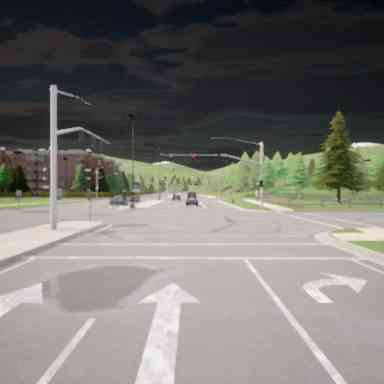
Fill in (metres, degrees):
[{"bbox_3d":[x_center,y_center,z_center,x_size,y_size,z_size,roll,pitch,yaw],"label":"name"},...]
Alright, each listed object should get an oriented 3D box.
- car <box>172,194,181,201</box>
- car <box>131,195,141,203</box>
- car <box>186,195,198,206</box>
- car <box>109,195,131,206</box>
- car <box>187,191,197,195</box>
[{"bbox_3d":[-3.509,1.172,75.731,2.128,1.511,4.902,0,0,0],"label":"car"},{"bbox_3d":[-11.508,1.331,67.187,1.837,1.490,4.892,0,0,0],"label":"car"},{"bbox_3d":[-0.006,1.474,50.327,1.895,1.301,4.718,0,0,0],"label":"car"},{"bbox_3d":[-11.560,1.222,52.440,2.097,1.767,4.553,0,0,1],"label":"car"},{"bbox_3d":[-0.009,0.872,75.762,2.150,2.045,5.566,0,0,0],"label":"car"}]
